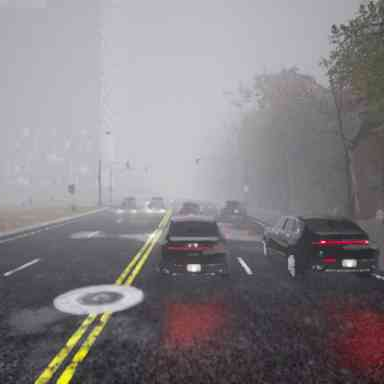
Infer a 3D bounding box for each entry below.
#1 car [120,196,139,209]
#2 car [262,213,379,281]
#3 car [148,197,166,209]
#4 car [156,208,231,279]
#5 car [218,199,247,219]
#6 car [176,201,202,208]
[{"bbox_3d":[-7.395,1.281,39.786,1.837,1.490,4.892,0,0,-2],"label":"car"},{"bbox_3d":[3.315,1.381,9.518,1.837,1.490,4.892,0,-3,-1],"label":"car"},{"bbox_3d":[-4.140,1.282,39.710,1.812,1.442,4.674,0,0,-2],"label":"car"},{"bbox_3d":[0.020,1.441,9.831,1.837,1.490,4.892,0,0,-1],"label":"car"},{"bbox_3d":[3.021,1.288,25.624,1.812,1.442,4.674,0,-3,-2],"label":"car"},{"bbox_3d":[-0.175,1.378,25.177,1.812,1.442,4.674,0,0,-3],"label":"car"}]
